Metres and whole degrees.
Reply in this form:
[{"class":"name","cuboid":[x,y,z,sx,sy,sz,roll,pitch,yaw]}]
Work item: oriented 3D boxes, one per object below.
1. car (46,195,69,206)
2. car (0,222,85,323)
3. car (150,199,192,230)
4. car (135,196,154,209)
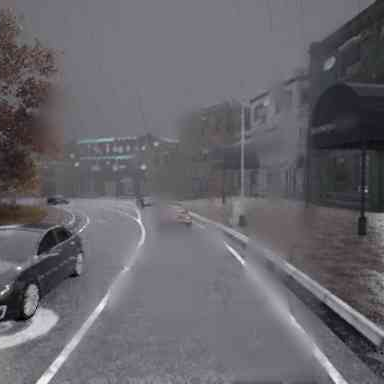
[{"class":"car","cuboid":[-19.154,1.165,47.401,1.994,1.385,4.181,-2,2,-43]},{"class":"car","cuboid":[-3.776,1.486,7.273,1.837,1.490,4.892,0,0,-2]},{"class":"car","cuboid":[-1.244,1.433,20.296,2.033,1.411,5.357,0,1,-10]},{"class":"car","cuboid":[-5.455,1.170,39.264,2.033,1.411,5.357,-1,1,-20]}]
